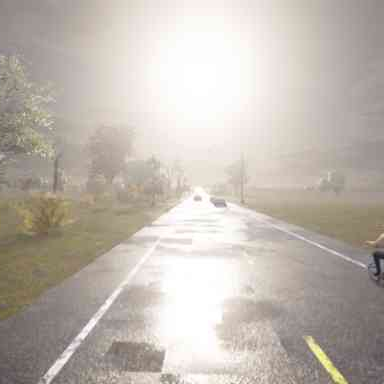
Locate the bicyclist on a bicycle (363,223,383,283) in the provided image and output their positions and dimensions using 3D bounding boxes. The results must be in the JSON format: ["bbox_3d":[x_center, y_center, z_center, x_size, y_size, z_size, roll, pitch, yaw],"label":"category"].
[{"bbox_3d":[4.601,1.491,7.917,0.866,1.612,1.509,1,0,1],"label":"bicyclist on a bicycle"}]

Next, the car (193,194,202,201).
[{"bbox_3d":[1.403,1.309,80.575,2.097,1.767,4.553,1,0,1],"label":"car"}]

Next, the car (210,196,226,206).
[{"bbox_3d":[4.548,1.583,55.225,1.994,1.385,4.181,1,0,1],"label":"car"}]
